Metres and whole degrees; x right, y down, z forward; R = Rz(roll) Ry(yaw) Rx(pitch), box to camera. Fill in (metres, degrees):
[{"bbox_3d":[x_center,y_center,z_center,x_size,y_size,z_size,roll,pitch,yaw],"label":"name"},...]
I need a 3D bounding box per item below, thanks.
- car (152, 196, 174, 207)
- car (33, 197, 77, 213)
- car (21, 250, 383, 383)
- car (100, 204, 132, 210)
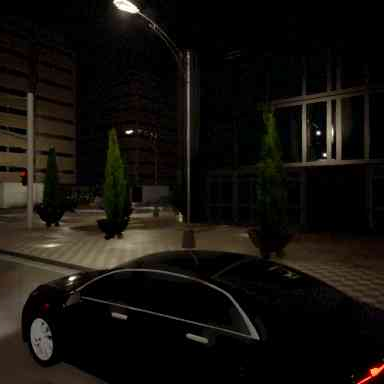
[{"bbox_3d":[-4.144,1.407,51.964,2.097,1.767,4.553,0,0,35],"label":"car"},{"bbox_3d":[-15.032,1.408,36.538,2.097,1.767,4.553,0,0,35],"label":"car"},{"bbox_3d":[-0.215,1.505,4.143,4.892,1.490,1.837,0,0,36],"label":"car"},{"bbox_3d":[-9.910,1.581,43.788,1.812,1.442,4.674,0,0,35],"label":"car"}]
